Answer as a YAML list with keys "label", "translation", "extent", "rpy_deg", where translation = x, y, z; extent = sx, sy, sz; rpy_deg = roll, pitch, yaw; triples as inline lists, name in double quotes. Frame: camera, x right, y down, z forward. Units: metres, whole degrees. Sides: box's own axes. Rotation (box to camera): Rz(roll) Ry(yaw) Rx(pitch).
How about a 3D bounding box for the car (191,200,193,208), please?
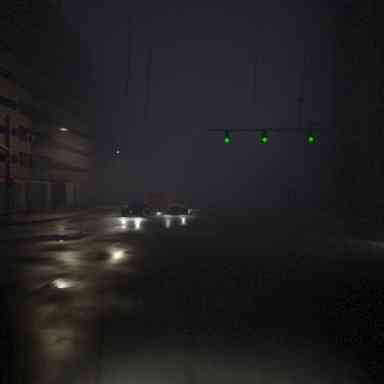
- label: "car"
  translation: [-0.869, 1.535, 46.084]
  extent: [2.033, 1.411, 5.357]
  rpy_deg: [0, 0, 4]

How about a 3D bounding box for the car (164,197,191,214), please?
- label: "car"
  translation: [-1.470, 1.468, 35.625]
  extent: [1.882, 1.535, 5.008]
  rpy_deg: [0, 0, 3]

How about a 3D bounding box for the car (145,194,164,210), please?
- label: "car"
  translation: [-4.633, 1.212, 42.012]
  extent: [2.150, 2.045, 5.566]
  rpy_deg: [0, 0, 3]

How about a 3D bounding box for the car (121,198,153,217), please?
- label: "car"
  translation: [-5.238, 1.556, 31.129]
  extent: [1.994, 1.385, 4.181]
  rpy_deg: [0, 0, 3]
